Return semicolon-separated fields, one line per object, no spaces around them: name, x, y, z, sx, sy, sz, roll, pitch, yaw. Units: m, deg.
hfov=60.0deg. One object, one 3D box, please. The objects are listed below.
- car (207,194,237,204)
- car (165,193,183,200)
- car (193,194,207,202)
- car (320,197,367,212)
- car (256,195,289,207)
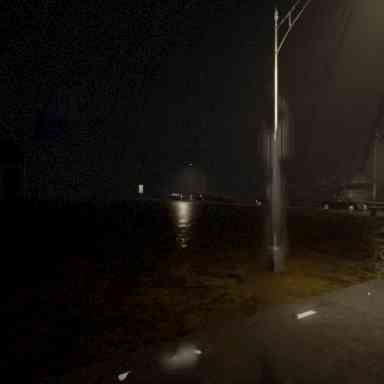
car;4.907;1.173;52.439;1.895;1.301;4.718;2;-1;-35
car;-4.001;0.954;71.225;1.895;1.301;4.718;2;-1;-35
car;2.039;1.098;62.698;1.837;1.490;4.892;2;-1;-35
car;16.421;1.292;36.173;1.837;1.490;4.892;2;0;-35
car;10.671;1.176;44.291;1.837;1.490;4.892;2;0;-35
